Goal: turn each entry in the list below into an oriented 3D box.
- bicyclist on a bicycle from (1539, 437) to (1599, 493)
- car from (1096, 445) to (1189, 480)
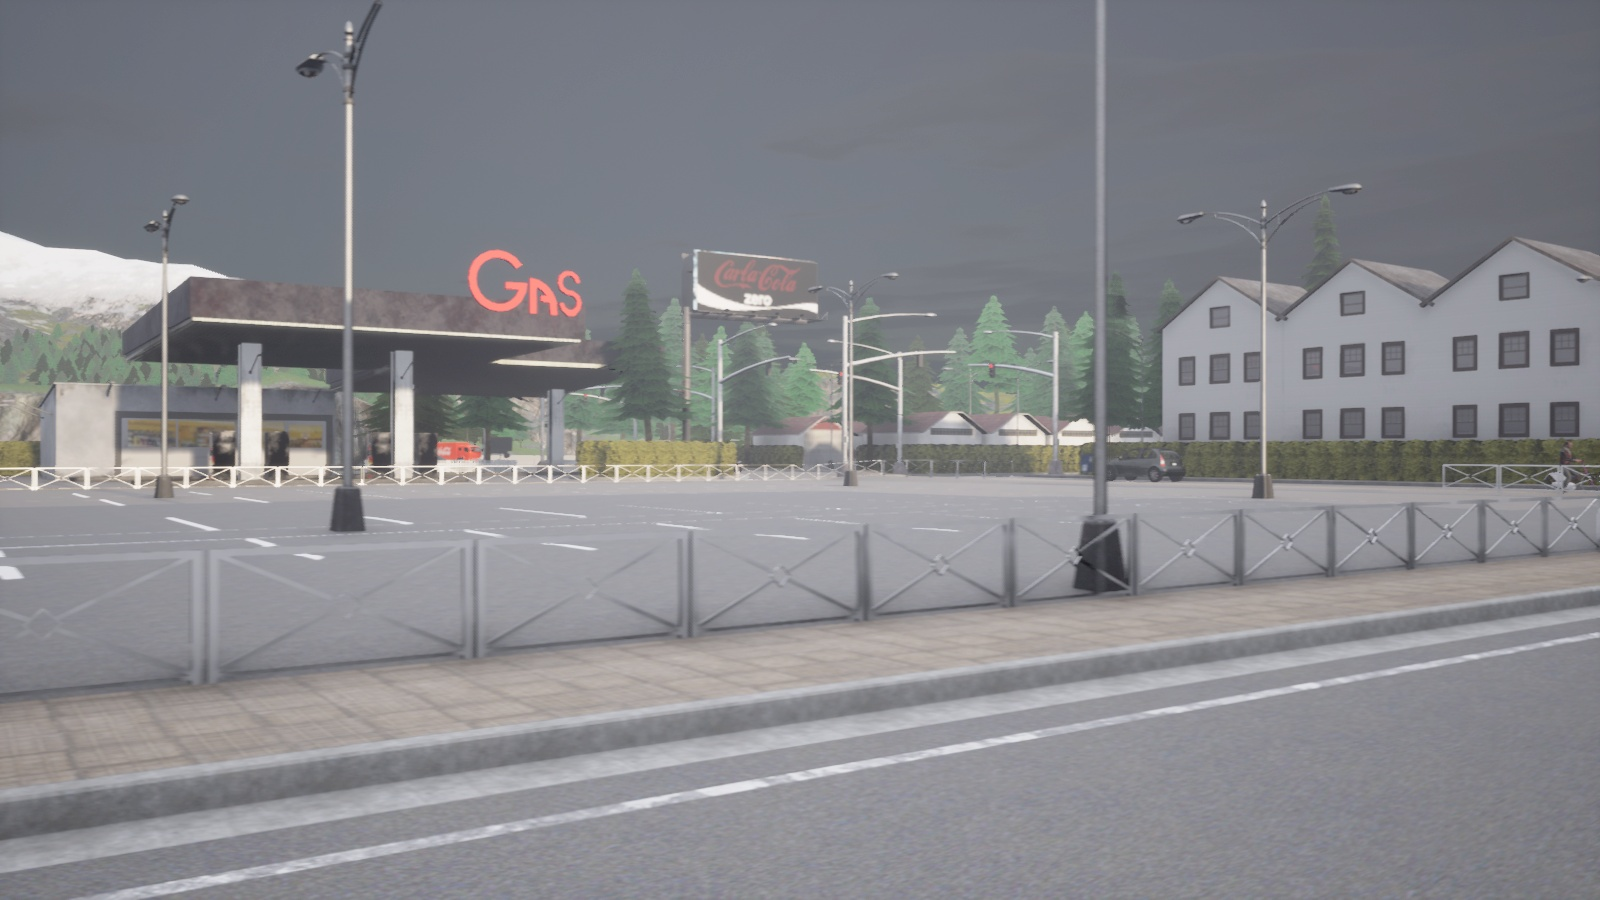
[{"bbox_3d":[24.967,0.485,40.481,0.659,1.776,1.843,0,0,-35],"label":"bicyclist on a bicycle"},{"bbox_3d":[16.142,0.578,59.375,1.851,1.617,3.988,0,0,-35],"label":"car"}]
